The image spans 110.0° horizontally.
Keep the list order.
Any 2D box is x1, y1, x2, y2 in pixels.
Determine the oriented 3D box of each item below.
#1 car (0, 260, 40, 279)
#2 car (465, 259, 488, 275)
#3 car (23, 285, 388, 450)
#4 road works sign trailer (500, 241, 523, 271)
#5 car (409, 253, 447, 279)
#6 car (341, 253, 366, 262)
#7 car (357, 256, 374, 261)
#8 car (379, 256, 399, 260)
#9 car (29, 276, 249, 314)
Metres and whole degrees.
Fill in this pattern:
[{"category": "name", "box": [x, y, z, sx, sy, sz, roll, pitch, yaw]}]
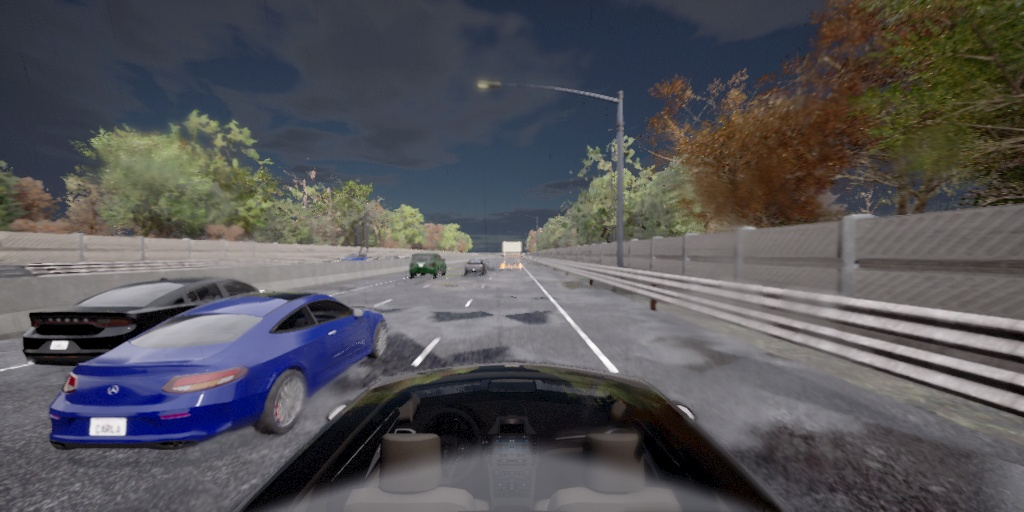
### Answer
[{"category": "car", "box": [-17.595, 1.038, 10.911, 2.097, 1.767, 4.553, 0, 0, 0]}, {"category": "car", "box": [-3.402, 1.026, 34.605, 2.128, 1.511, 4.902, 0, 0, 0]}, {"category": "car", "box": [-3.399, 1.250, 5.319, 1.812, 1.442, 4.674, 0, 1, 0]}, {"category": "road works sign trailer", "box": [-0.002, -0.052, 43.001, 2.380, 3.560, 2.880, 0, 0, 0]}, {"category": "car", "box": [-6.904, 0.785, 29.894, 2.150, 2.045, 5.566, 0, 1, 0]}, {"category": "car", "box": [-24.518, 0.628, 56.114, 2.150, 2.045, 5.566, 0, 0, 0]}, {"category": "car", "box": [-21.030, 1.020, 54.072, 1.895, 1.301, 4.718, 0, 0, 1]}, {"category": "car", "box": [-17.551, 0.784, 51.782, 2.097, 1.767, 4.553, 0, 0, 0]}, {"category": "car", "box": [-6.900, 1.184, 7.940, 1.882, 1.535, 5.008, 0, 1, 0]}]
